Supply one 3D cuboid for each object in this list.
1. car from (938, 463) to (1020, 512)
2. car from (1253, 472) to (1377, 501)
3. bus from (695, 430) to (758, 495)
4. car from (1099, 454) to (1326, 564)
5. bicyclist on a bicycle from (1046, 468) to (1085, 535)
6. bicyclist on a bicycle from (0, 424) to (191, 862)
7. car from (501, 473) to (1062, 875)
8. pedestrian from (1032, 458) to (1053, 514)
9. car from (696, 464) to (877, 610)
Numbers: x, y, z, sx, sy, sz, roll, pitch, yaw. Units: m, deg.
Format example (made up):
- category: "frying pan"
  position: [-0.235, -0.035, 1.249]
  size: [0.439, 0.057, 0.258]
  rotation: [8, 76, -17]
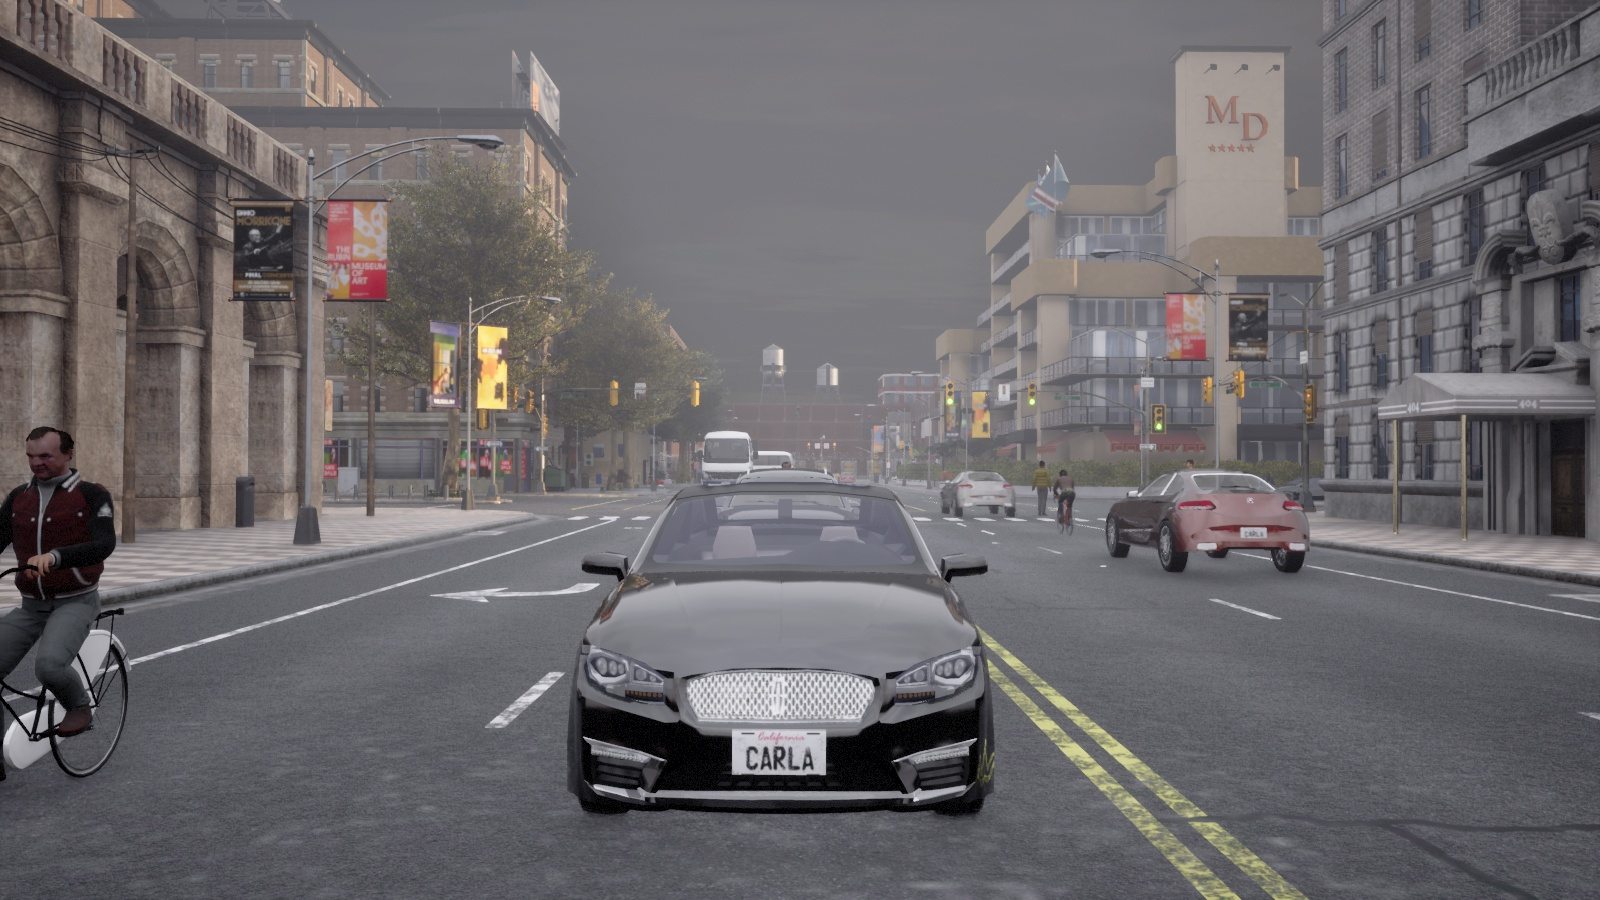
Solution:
- category: "car"
  position: [6.358, 1.325, 45.194]
  size: [2.152, 1.651, 5.027]
  rotation: [0, -1, -1]
- category: "car"
  position: [25.783, 1.814, 63.007]
  size: [5.357, 1.411, 2.033]
  rotation: [0, -1, -1]
- category: "bus"
  position: [-4.931, 0.914, 86.961]
  size: [3.944, 4.253, 10.273]
  rotation: [0, -1, -1]
- category: "car"
  position: [6.790, 0.924, 21.359]
  size: [2.152, 1.651, 5.027]
  rotation: [0, -1, -1]
- category: "bicyclist on a bicycle"
  position: [6.619, 1.267, 31.387]
  size: [0.582, 1.620, 1.656]
  rotation: [0, -1, -1]
- category: "bicyclist on a bicycle"
  position: [-3.575, 0.796, 5.776]
  size: [0.659, 1.776, 1.843]
  rotation: [0, -1, 0]
- category: "car"
  position: [-0.075, 0.892, 7.228]
  size: [2.128, 1.511, 4.902]
  rotation: [0, -1, 0]
- category: "pedestrian"
  position: [8.035, 1.191, 41.583]
  size: [0.431, 1.840, 0.709]
  rotation: [-1, -1, 35]
- category: "car"
  position: [-0.165, 1.024, 16.622]
  size: [2.033, 1.649, 4.856]
  rotation: [0, -1, 0]
